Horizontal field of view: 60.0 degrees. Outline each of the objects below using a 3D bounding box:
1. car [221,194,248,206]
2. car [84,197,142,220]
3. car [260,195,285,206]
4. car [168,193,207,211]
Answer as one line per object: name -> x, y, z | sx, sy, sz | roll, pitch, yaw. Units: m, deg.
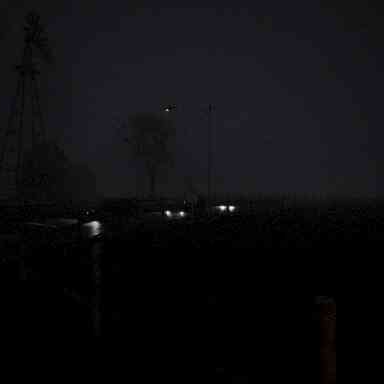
car -> 5.388, 1.005, 41.778 | 1.994, 1.385, 4.181 | 1, 2, 35
car -> -6.023, 1.206, 25.676 | 1.837, 1.490, 4.892 | 1, 2, 35
car -> 10.288, 1.032, 42.300 | 1.994, 1.385, 4.181 | 1, 2, 35
car -> -0.383, 0.925, 33.629 | 2.097, 1.767, 4.553 | 1, 2, 35
